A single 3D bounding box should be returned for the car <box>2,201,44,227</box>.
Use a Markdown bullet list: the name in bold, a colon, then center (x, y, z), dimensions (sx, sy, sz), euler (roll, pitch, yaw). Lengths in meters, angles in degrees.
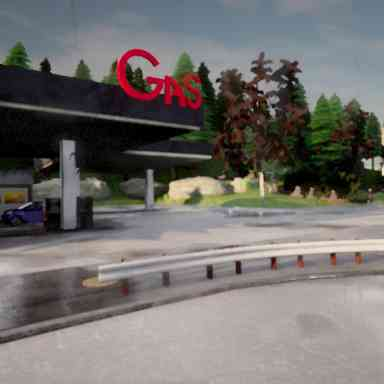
- **car**: center (-10.285, 1.364, 21.627), dimensions (3.633, 1.501, 1.845), euler (-1, 0, -36)
